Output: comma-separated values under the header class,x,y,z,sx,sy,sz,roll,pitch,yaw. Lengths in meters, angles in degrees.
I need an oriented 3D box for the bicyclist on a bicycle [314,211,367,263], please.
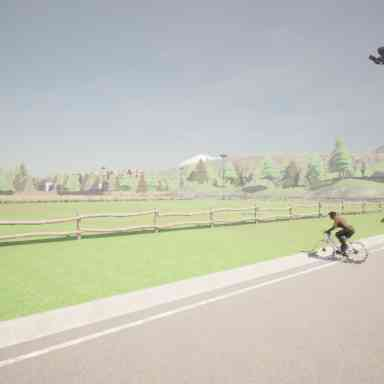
class,x,y,z,sx,sy,sz,roll,pitch,yaw
bicyclist on a bicycle,4.750,1.455,10.761,1.656,1.620,0.582,-3,-2,40
